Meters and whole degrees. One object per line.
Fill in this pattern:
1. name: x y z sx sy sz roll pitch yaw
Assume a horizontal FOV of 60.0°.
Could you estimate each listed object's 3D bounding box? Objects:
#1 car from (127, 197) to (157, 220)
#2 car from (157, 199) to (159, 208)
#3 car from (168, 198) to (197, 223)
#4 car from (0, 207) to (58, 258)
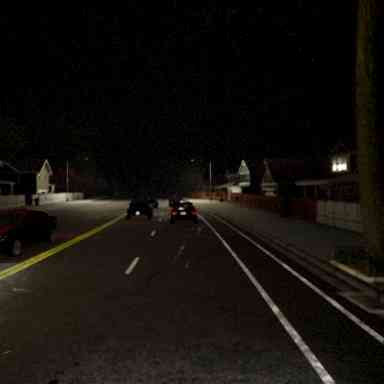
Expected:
1. car: -4.050 1.316 26.499 1.837 1.490 4.892 0 -1 -3
2. car: -5.279 1.279 42.187 1.994 1.385 4.181 0 0 -5
3. car: -0.618 1.381 23.532 2.033 1.411 5.357 0 0 -3
4. car: -6.757 1.391 12.586 1.882 1.535 5.008 0 0 -1
